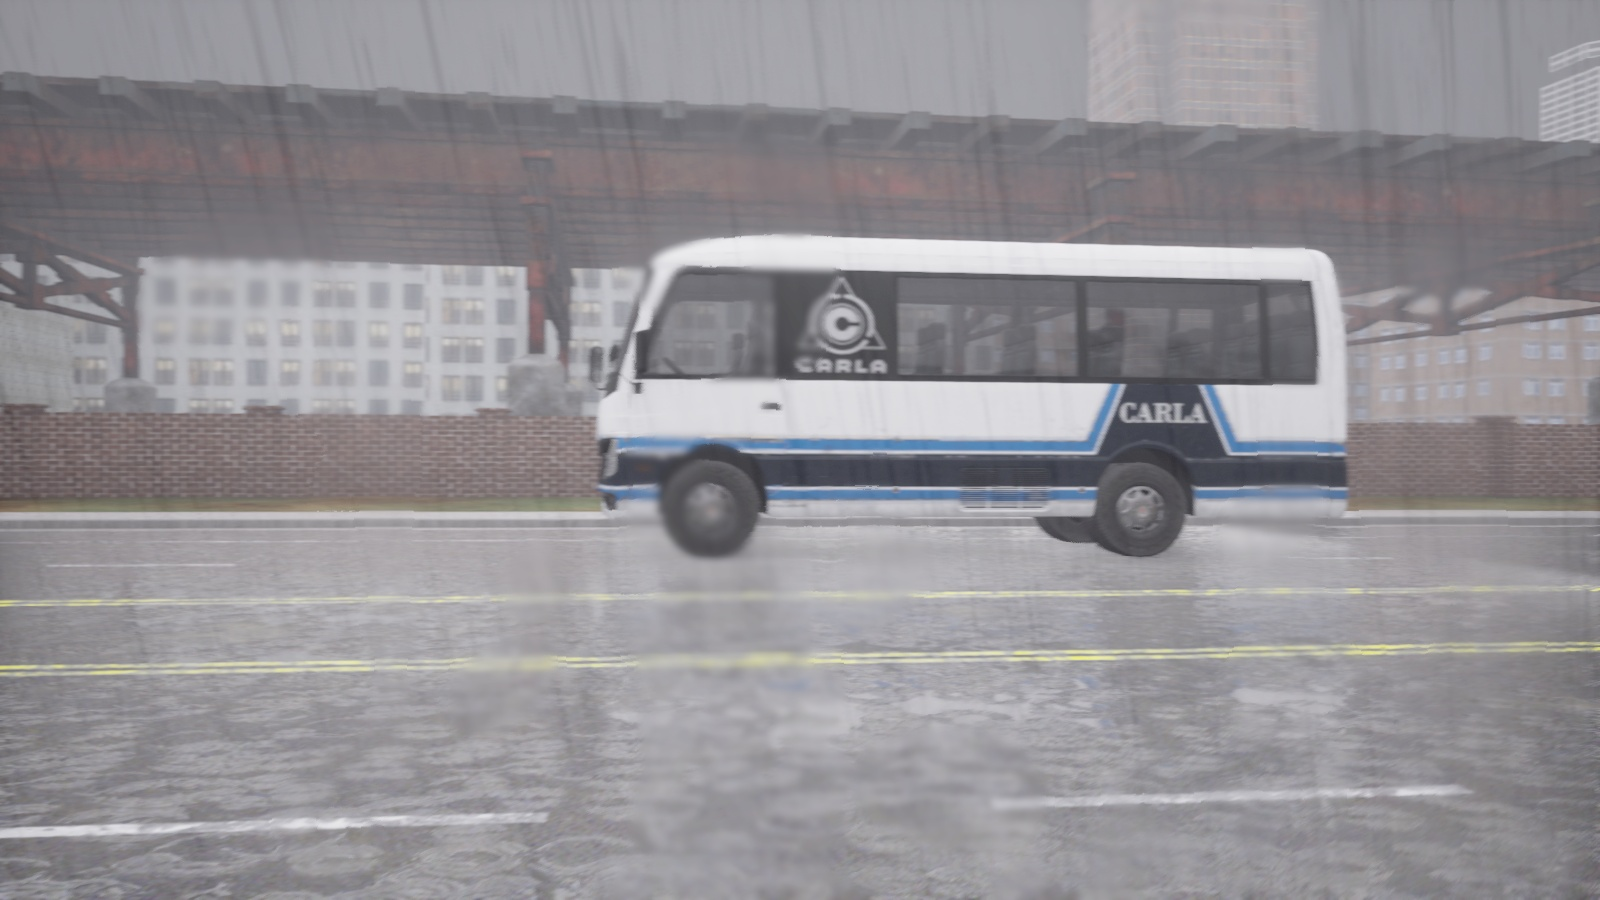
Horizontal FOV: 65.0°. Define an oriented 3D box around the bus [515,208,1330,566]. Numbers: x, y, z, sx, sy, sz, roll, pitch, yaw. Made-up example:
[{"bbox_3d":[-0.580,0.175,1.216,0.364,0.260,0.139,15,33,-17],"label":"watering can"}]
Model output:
[{"bbox_3d":[1.473,-0.724,17.517,10.273,4.253,3.944,0,0,-7],"label":"bus"}]
